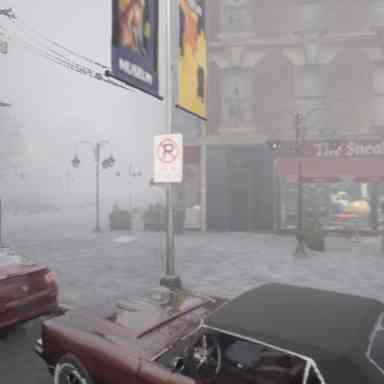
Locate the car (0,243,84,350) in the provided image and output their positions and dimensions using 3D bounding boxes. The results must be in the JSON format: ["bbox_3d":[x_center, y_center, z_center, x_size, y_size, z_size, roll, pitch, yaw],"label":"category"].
[{"bbox_3d":[-4.436,1.520,5.816,4.674,1.452,2.002,0,0,26],"label":"car"}]
